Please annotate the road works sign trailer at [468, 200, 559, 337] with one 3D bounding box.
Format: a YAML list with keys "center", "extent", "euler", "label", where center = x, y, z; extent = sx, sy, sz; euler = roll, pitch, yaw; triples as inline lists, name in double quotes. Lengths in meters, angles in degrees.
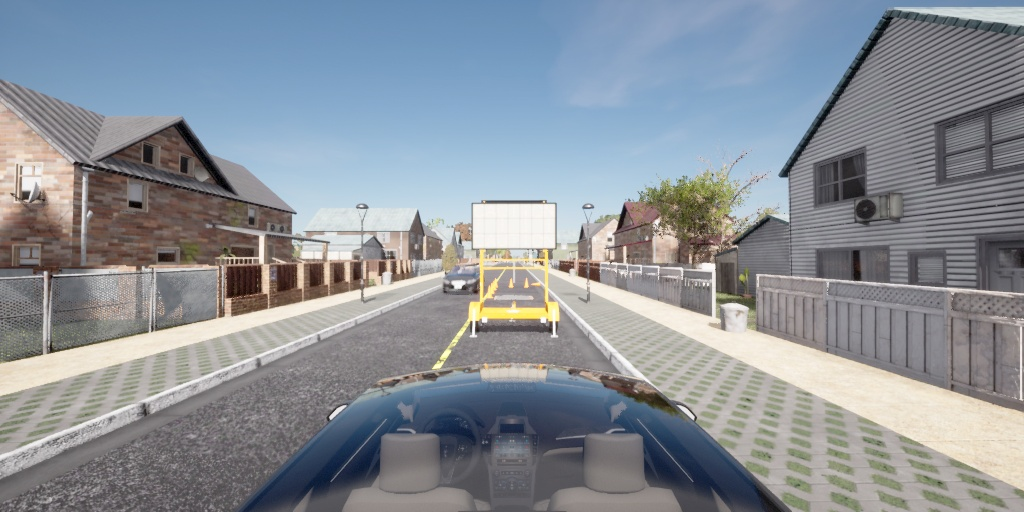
- center: [0.060, 0.220, 10.255]
  extent: [2.380, 3.560, 2.880]
  euler: [0, 0, 1]
  label: "road works sign trailer"

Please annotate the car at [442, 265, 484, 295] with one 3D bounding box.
- center: [-2.651, 1.260, 20.182]
  extent: [2.128, 1.511, 4.902]
  euler: [0, 0, 0]
  label: "car"
